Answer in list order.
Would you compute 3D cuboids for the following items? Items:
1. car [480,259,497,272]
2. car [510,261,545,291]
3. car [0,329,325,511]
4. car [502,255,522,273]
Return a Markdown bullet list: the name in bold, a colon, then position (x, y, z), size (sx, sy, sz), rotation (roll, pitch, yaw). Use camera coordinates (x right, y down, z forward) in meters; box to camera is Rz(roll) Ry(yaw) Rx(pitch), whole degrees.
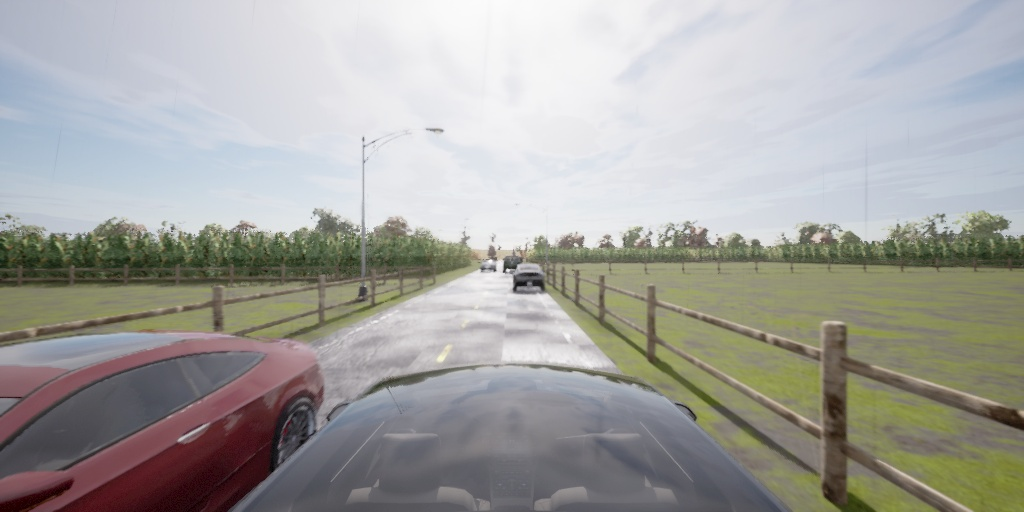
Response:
- **car**: position (-2.841, 1.179, 43.982), size (2.128, 1.511, 4.902), rotation (0, 0, 0)
- **car**: position (0.958, 1.231, 21.776), size (1.837, 1.490, 4.892), rotation (0, 0, 0)
- **car**: position (-2.847, 1.275, 1.965), size (1.812, 1.442, 4.674), rotation (0, 0, 0)
- **car**: position (0.022, 0.910, 43.389), size (2.150, 2.045, 5.566), rotation (0, 0, 0)
